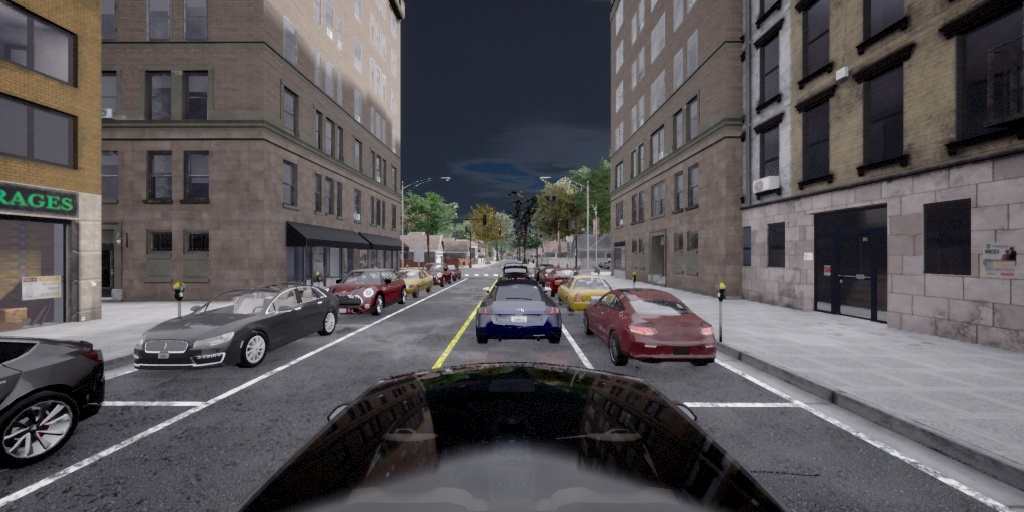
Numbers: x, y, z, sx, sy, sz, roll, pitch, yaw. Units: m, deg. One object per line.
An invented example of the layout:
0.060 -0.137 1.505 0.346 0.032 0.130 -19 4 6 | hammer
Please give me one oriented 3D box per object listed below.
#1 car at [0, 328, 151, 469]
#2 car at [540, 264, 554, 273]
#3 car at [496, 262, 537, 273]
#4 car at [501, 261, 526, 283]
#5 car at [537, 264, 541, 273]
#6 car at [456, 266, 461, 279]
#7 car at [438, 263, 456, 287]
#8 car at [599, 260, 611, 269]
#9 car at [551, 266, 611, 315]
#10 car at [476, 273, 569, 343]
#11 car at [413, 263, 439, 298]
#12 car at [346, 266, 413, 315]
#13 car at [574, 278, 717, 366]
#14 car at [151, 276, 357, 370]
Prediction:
-5.393 1.316 2.197 1.948 1.339 4.313 0 0 0 | car
2.720 1.301 18.712 1.888 1.381 4.507 0 0 0 | car
0.186 1.261 19.636 1.837 1.490 4.892 0 0 0 | car
0.130 1.240 29.317 1.882 1.535 5.008 0 0 0 | car
2.749 1.341 24.230 1.802 1.307 4.207 0 0 0 | car
-5.247 1.344 29.790 1.802 1.307 4.207 0 0 0 | car
-5.276 1.199 24.271 1.967 1.591 4.097 0 0 0 | car
14.987 1.170 49.404 4.902 1.511 2.128 0 0 0 | car
2.691 1.278 13.364 1.751 1.417 4.829 0 0 0 | car
0.140 1.315 9.651 1.994 1.385 4.181 0 0 0 | car
-5.306 1.281 18.582 1.751 1.417 4.829 0 0 0 | car
-5.334 1.192 13.233 1.967 1.591 4.097 0 0 0 | car
2.661 1.332 7.676 1.802 1.307 4.207 0 0 0 | car
-5.364 1.301 7.715 2.007 1.370 4.403 0 0 0 | car
